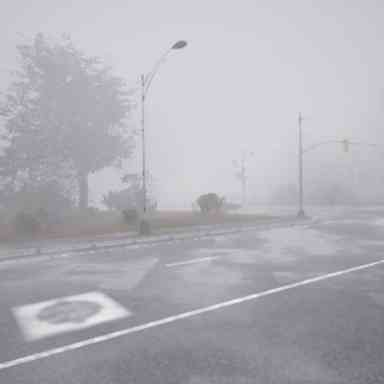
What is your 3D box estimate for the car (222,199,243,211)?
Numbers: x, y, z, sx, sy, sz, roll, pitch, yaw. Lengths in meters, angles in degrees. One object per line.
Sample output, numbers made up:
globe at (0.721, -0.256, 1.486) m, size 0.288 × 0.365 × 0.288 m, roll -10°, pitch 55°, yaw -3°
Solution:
car at (3.528, 1.476, 38.575) m, size 2.033 × 1.411 × 5.357 m, roll -1°, pitch -2°, yaw -32°
